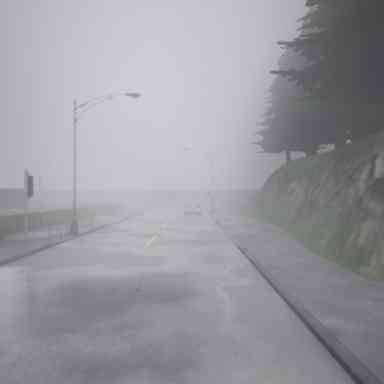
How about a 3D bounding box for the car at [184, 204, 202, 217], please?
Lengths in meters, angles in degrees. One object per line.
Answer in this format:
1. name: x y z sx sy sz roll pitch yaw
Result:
1. car: 0.093 1.971 36.624 1.895 1.301 4.718 0 -1 0
